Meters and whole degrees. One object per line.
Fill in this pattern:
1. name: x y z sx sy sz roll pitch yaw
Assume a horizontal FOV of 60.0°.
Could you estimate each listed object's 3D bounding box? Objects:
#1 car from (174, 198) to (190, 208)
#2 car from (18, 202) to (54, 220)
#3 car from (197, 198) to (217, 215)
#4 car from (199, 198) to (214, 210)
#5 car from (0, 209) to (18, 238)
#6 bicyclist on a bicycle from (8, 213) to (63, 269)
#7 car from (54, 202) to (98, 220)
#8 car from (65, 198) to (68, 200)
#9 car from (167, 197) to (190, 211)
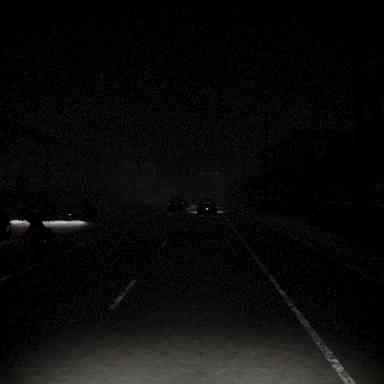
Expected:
1. car: -1.412 1.564 48.680 1.994 1.385 4.181 0 0 3
2. car: -12.862 1.564 28.126 1.994 1.385 4.181 0 0 2
3. car: 1.481 1.561 33.233 1.994 1.385 4.181 0 0 2
4. car: 1.908 1.505 43.209 1.837 1.490 4.892 0 0 3
5. car: -10.048 1.353 14.567 2.097 1.767 4.553 0 0 3
6. bicyclist on a bicycle: -4.587 1.453 9.749 1.656 1.620 0.582 0 0 2
7. car: -9.378 1.564 27.730 1.994 1.385 4.181 0 0 3
8. car: -27.861 1.452 68.365 2.038 1.542 4.974 0 0 31
9. car: -1.754 1.352 40.024 2.097 1.767 4.553 0 0 3
